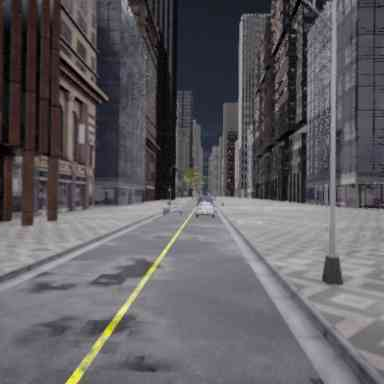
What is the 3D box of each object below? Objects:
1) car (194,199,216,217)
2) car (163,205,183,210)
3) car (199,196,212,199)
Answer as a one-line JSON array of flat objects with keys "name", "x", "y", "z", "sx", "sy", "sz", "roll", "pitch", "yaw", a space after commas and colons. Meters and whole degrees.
[{"name": "car", "x": 1.355, "y": 1.751, "z": 33.815, "sx": 1.812, "sy": 1.442, "sz": 4.674, "roll": 1, "pitch": 0, "yaw": 3}, {"name": "car", "x": -1.754, "y": 1.494, "z": 32.449, "sx": 1.895, "sy": 1.301, "sz": 4.718, "roll": 1, "pitch": 0, "yaw": 2}, {"name": "car", "x": 1.848, "y": 1.529, "z": 46.508, "sx": 2.150, "sy": 2.045, "sz": 5.566, "roll": 1, "pitch": 0, "yaw": 3}]
